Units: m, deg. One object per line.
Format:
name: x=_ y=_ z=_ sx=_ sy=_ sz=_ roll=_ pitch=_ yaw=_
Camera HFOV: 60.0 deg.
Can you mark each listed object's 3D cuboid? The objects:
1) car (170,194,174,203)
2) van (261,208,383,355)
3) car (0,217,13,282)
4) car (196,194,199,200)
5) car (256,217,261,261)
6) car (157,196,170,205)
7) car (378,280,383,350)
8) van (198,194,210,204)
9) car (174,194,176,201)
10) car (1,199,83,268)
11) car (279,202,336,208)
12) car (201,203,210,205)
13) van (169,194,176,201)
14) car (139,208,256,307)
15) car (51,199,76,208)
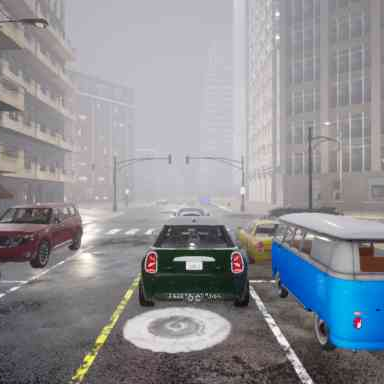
car: x=-5.441 y=1.561 z=71.549 sx=1.967 sy=1.590 sz=4.097 roll=0 pitch=0 yaw=0
van: x=2.561 y=1.343 z=5.927 sx=1.690 sy=1.788 sz=3.998 roll=0 pitch=0 yaw=0
car: x=-5.320 y=1.442 z=5.906 sx=1.967 sy=1.590 sz=4.097 roll=0 pitch=0 yaw=0
car: x=2.419 y=1.704 z=82.667 sx=1.887 sy=1.381 sz=4.507 roll=0 pitch=0 yaw=0
car: x=2.549 y=1.531 z=11.633 sx=1.752 sy=1.417 sz=4.829 roll=0 pitch=0 yaw=0
car: x=-5.420 y=1.613 z=60.273 sx=1.752 sy=1.417 sz=4.829 roll=0 pitch=0 yaw=0
car: x=2.569 y=1.525 z=0.563 sx=1.752 sy=1.417 sz=4.829 roll=0 pitch=0 yaw=0
van: x=2.460 y=1.429 z=60.458 sx=1.690 sy=1.788 sz=3.998 roll=0 pitch=0 yaw=0
car: x=-5.451 y=1.706 z=77.101 sx=1.947 sy=1.339 sz=4.313 roll=0 pitch=0 yaw=0
car: x=-5.329 y=1.321 z=11.442 sx=2.192 sy=1.841 sz=5.009 roll=0 pitch=0 yaw=0
car: x=8.612 y=1.465 z=26.216 sx=5.357 sy=1.411 sz=2.033 roll=0 pitch=0 yaw=6
car: x=-0.031 y=1.536 z=17.190 sx=1.812 sy=1.442 sz=4.674 roll=0 pitch=0 yaw=0
van: x=-5.481 y=1.542 z=93.757 sx=1.690 sy=1.788 sz=3.998 roll=0 pitch=0 yaw=0
car: x=0.049 y=1.355 z=8.147 sx=2.097 sy=1.767 sz=4.553 roll=0 pitch=0 yaw=0
car: x=-21.289 y=1.861 z=55.002 sx=4.718 sy=1.301 sz=1.895 roll=-1 pitch=-1 yaw=41
